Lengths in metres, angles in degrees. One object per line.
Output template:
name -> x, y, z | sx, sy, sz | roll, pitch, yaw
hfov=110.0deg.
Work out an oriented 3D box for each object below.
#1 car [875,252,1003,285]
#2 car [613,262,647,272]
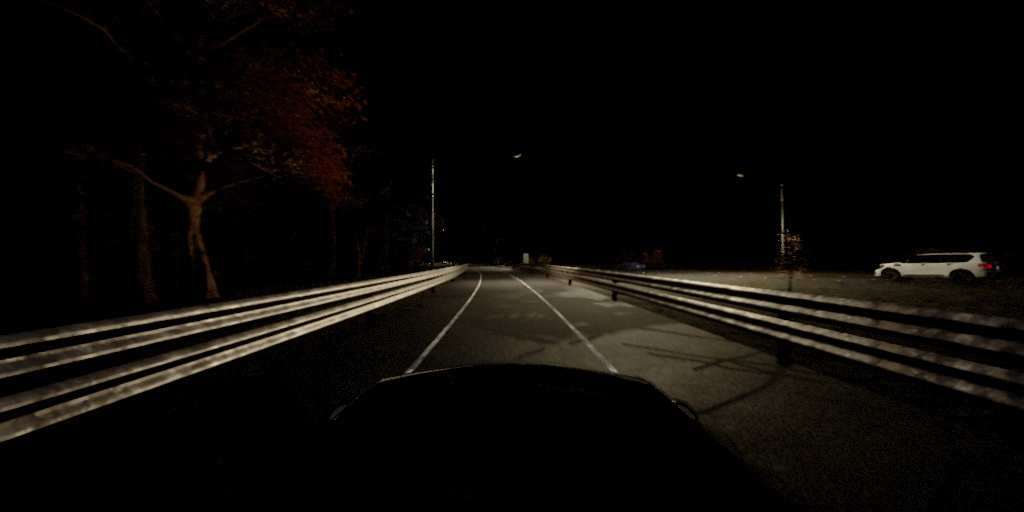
car -> 28.612, 0.805, 24.356 | 2.150, 2.045, 5.566 | 0, -1, -23
car -> 17.016, 1.520, 51.972 | 2.033, 1.411, 5.357 | 0, -1, -23
